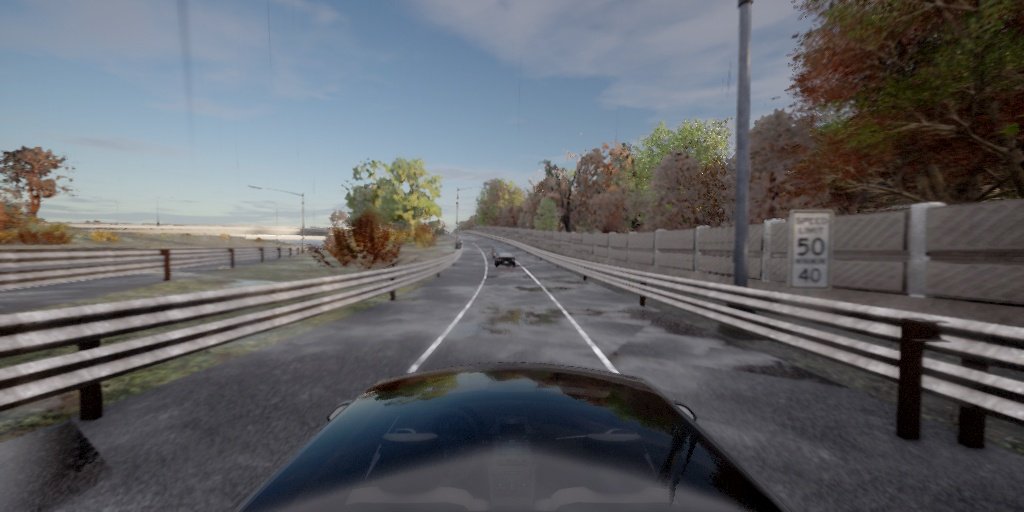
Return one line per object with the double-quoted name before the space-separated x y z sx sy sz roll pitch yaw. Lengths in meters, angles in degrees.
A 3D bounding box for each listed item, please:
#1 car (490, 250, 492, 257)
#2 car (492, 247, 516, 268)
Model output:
"car" -1.768 -0.452 46.836 2.033 1.411 5.357 0 5 -6
"car" -0.738 0.289 35.388 1.882 1.535 5.008 0 3 -5
